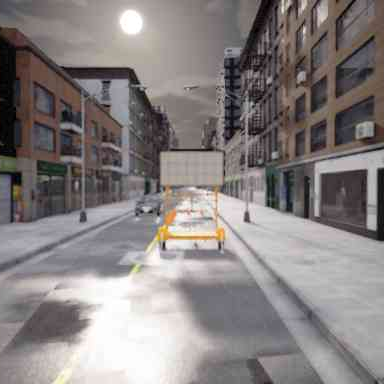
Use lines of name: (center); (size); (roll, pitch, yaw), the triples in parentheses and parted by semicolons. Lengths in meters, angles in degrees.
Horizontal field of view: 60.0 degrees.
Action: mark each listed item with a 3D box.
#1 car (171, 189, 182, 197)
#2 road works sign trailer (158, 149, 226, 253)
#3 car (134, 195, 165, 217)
car: (-3.038, 0.188, 66.522); (2.128, 1.511, 4.902); (0, 1, 0)
road works sign trailer: (-0.005, 0.206, 12.353); (2.380, 3.560, 2.880); (0, 1, 0)
car: (-3.109, 0.977, 25.077); (2.128, 1.511, 4.902); (0, 1, 0)
